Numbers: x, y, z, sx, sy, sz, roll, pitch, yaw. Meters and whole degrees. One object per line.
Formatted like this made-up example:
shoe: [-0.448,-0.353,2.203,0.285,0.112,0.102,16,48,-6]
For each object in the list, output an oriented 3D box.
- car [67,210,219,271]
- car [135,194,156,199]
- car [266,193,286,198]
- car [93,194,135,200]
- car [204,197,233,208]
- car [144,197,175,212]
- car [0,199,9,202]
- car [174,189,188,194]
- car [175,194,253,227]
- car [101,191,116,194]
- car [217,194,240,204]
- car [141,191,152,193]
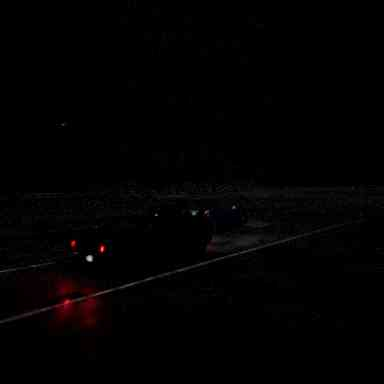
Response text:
car: [-1.345,1.470,10.587,1.895,1.301,4.718,1,1,38]
car: [-5.801,1.154,38.988,1.882,1.535,5.008,1,0,38]
car: [15.087,1.262,59.658,2.150,2.045,5.566,1,-1,38]
car: [-8.064,1.170,30.472,2.128,1.511,4.902,1,0,38]
car: [3.636,1.368,45.268,1.994,1.385,4.181,1,0,39]
car: [-0.670,1.275,22.577,1.882,1.535,5.008,1,0,38]
car: [-16.197,1.151,25.820,1.812,1.442,4.674,1,1,38]
car: [-2.689,-0.032,82.035,2.128,1.511,4.902,1,2,26]
car: [1.427,1.187,19.583,2.097,1.767,4.553,1,0,38]
car: [-14.188,0.642,56.331,1.882,1.535,5.008,1,1,23]
car: [6.711,1.238,60.366,2.097,1.767,4.553,1,0,39]
car: [-9.249,0.433,67.827,2.033,1.411,5.357,1,2,24]
